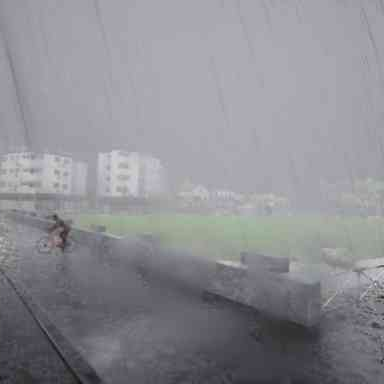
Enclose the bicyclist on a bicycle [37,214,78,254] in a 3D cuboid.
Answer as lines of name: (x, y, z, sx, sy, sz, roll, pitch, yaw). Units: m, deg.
bicyclist on a bicycle: (-5.621, 1.759, 13.973, 1.656, 1.620, 0.582, 3, -3, -36)
